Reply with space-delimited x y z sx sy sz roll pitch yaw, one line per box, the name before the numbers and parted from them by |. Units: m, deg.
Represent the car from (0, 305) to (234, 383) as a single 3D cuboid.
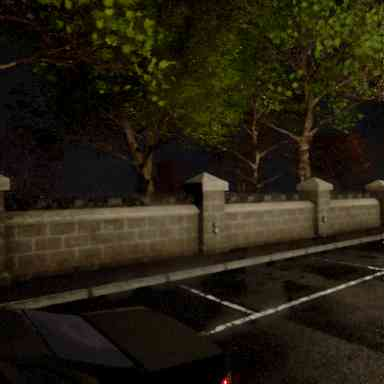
car | -2.094 1.569 1.795 5.357 1.411 2.033 0 0 -37
